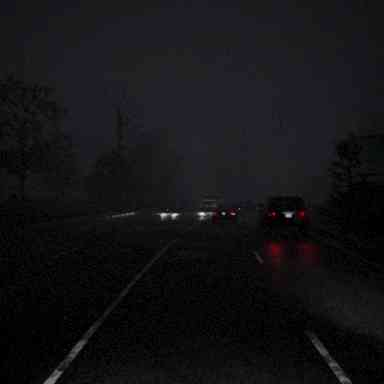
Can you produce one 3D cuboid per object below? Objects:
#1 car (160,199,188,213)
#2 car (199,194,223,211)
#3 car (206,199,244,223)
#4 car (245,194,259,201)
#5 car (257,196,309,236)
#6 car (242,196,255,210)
[{"bbox_3d":[-1.945,1.542,37.952,2.033,1.411,5.357,0,0,15],"label":"car"},{"bbox_3d":[2.437,1.231,40.593,2.150,2.045,5.566,0,0,16],"label":"car"},{"bbox_3d":[2.662,1.559,25.634,2.033,1.411,5.357,0,0,11],"label":"car"},{"bbox_3d":[13.717,1.209,75.911,1.994,1.385,4.181,0,0,29],"label":"car"},{"bbox_3d":[5.074,1.239,18.842,2.150,2.045,5.566,0,0,8],"label":"car"},{"bbox_3d":[6.877,1.591,42.418,1.994,1.385,4.181,0,0,17],"label":"car"}]
